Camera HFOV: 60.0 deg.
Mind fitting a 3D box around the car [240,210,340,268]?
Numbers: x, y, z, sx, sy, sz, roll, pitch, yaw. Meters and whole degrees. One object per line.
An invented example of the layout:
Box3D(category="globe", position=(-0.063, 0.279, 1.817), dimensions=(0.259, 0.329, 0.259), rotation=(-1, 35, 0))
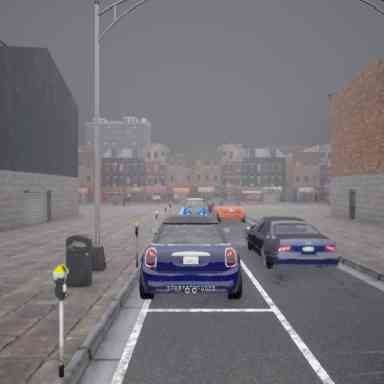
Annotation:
Box3D(category="car", position=(3.033, 1.547, 11.240), dimensions=(2.033, 1.411, 5.357), rotation=(0, 0, 0))

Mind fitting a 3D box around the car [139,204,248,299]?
Box3D(category="car", position=(-0.036, 1.352, 8.608), dimensions=(2.097, 1.767, 4.553), rotation=(0, 0, 0))

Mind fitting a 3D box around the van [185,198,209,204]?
Box3D(category="van", position=(0.190, 1.345, 25.487), dimensions=(1.690, 1.788, 3.998), rotation=(-1, 0, 0))

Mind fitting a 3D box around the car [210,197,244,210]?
Box3D(category="car", position=(2.834, 1.358, 26.300), dimensions=(2.097, 1.767, 4.553), rotation=(0, 0, -1))
